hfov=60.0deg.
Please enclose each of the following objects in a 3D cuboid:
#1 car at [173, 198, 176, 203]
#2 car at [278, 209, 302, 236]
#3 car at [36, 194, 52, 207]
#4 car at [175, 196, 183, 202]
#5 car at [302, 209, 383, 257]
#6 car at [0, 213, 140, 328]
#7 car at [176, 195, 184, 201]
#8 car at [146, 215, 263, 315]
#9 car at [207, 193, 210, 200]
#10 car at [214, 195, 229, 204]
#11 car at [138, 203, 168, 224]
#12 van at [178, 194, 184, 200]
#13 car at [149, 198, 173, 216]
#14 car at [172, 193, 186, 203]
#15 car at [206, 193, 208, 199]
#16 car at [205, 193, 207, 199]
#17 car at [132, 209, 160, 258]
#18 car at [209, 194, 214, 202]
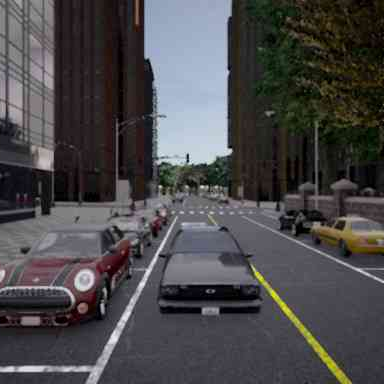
[{"bbox_3d":[-2.620,1.519,28.720,1.752,1.417,4.829,0,0,0],"label":"car"},{"bbox_3d":[5.980,1.563,18.037,1.947,1.339,4.313,0,0,0],"label":"car"},{"bbox_3d":[-19.383,0.929,40.225,4.553,1.767,2.097,1,0,0],"label":"car"},{"bbox_3d":[-2.956,1.582,77.172,1.802,1.307,4.206,0,0,0],"label":"car"},{"bbox_3d":[6.016,1.523,12.751,1.752,1.417,4.829,0,0,0],"label":"car"},{"bbox_3d":[-2.470,1.438,7.063,1.967,1.590,4.097,0,0,0],"label":"car"},{"bbox_3d":[-2.992,1.528,82.440,1.752,1.417,4.829,0,0,0],"label":"car"},{"bbox_3d":[0.286,1.545,8.060,2.033,1.411,5.357,0,0,0],"label":"car"},{"bbox_3d":[5.531,1.549,82.669,1.887,1.381,4.507,0,0,0],"label":"car"},{"bbox_3d":[5.682,1.438,60.919,1.967,1.590,4.097,0,0,0],"label":"car"},{"bbox_3d":[-2.545,1.540,17.976,1.887,1.381,4.507,0,0,0],"label":"car"},{"bbox_3d":[-3.069,1.348,93.484,1.690,1.788,3.998,0,0,0],"label":"van"},{"bbox_3d":[-2.583,1.434,23.433,1.967,1.590,4.097,0,0,0],"label":"car"},{"bbox_3d":[-2.881,1.312,66.297,2.192,1.841,5.009,0,0,0],"label":"car"},{"bbox_3d":[5.494,1.551,88.106,1.887,1.381,4.507,0,0,0],"label":"car"},{"bbox_3d":[5.455,1.534,93.713,1.752,1.417,4.829,0,0,0],"label":"car"},{"bbox_3d":[-2.507,1.547,12.520,2.008,1.369,4.403,0,0,0],"label":"car"},{"bbox_3d":[5.569,1.553,77.231,2.008,1.369,4.403,0,0,0],"label":"car"}]
